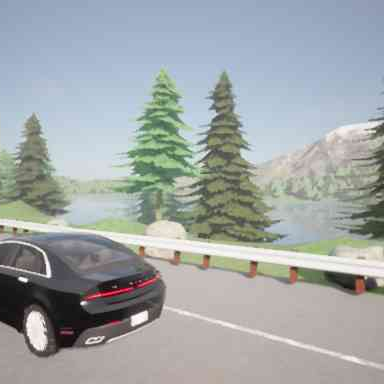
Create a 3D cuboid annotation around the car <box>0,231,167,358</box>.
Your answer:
[{"bbox_3d":[-2.665,1.482,6.030,4.892,1.490,1.837,0,0,37],"label":"car"}]
